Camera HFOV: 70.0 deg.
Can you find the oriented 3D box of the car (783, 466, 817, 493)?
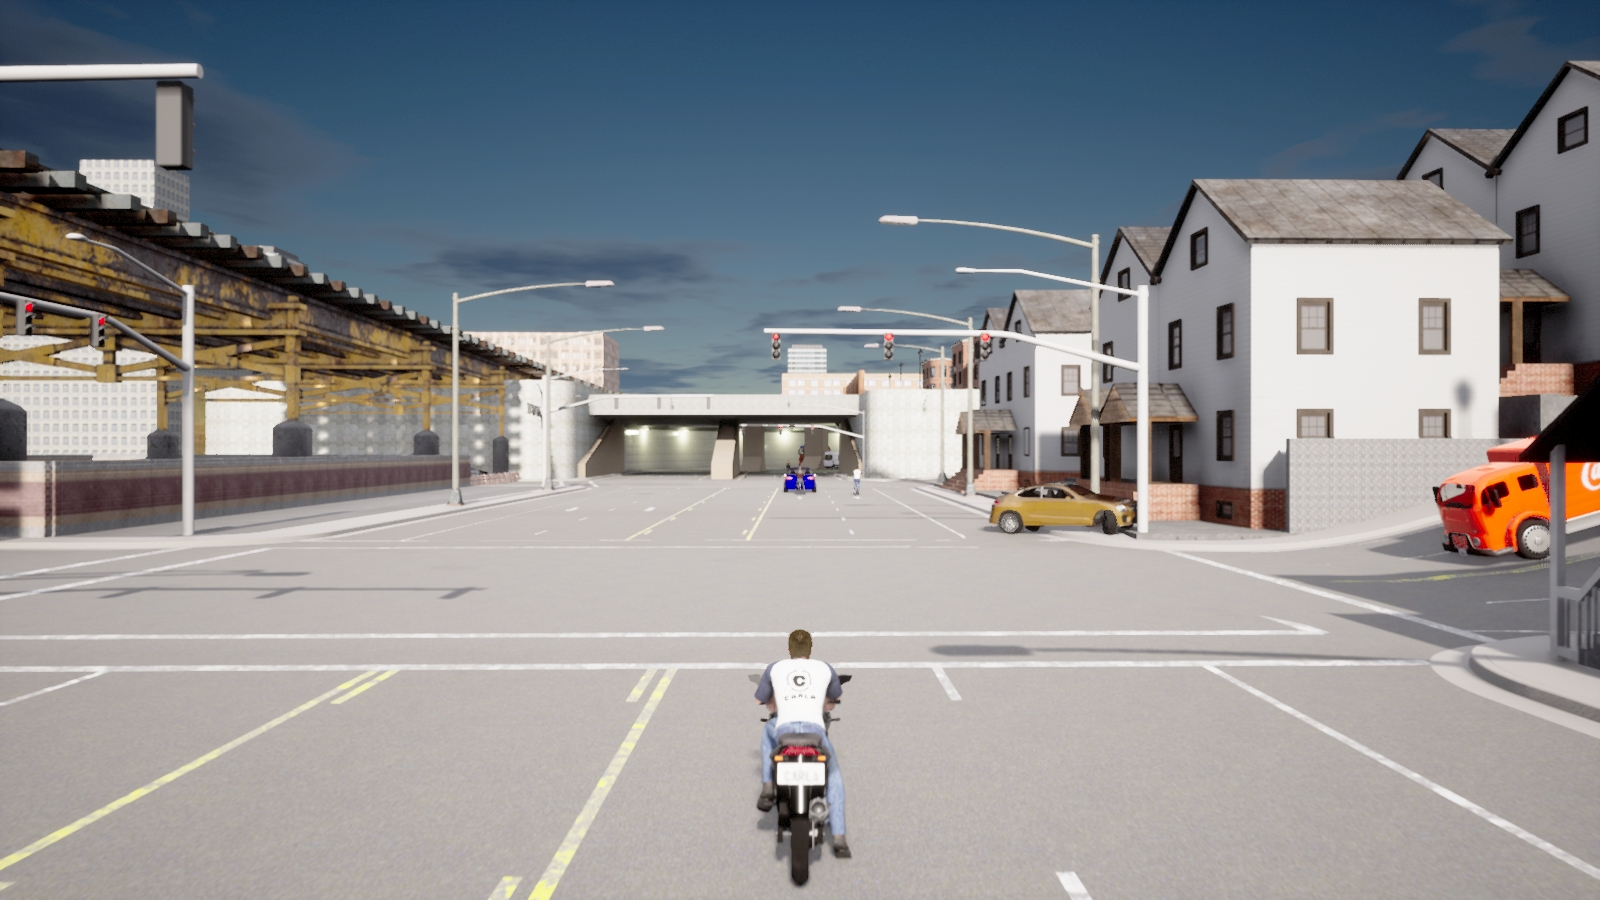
[{"bbox_3d":[0.005,1.958,76.065,2.242,1.667,4.611,0,0,0],"label":"car"}]

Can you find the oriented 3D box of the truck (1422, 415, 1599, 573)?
[{"bbox_3d":[18.366,0.886,27.219,5.204,2.467,2.627,-16,0,-1],"label":"truck"}]

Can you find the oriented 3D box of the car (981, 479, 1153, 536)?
[{"bbox_3d":[8.813,1.912,37.881,5.027,1.651,2.152,-3,0,36],"label":"car"}]

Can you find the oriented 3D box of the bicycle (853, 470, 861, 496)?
[{"bbox_3d":[3.504,2.035,70.434,0.373,1.521,1.643,0,0,0],"label":"bicycle"}]

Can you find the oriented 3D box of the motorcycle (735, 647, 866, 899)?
[{"bbox_3d":[0.002,2.173,8.048,0.803,1.224,2.033,0,0,0],"label":"motorcycle"}]
